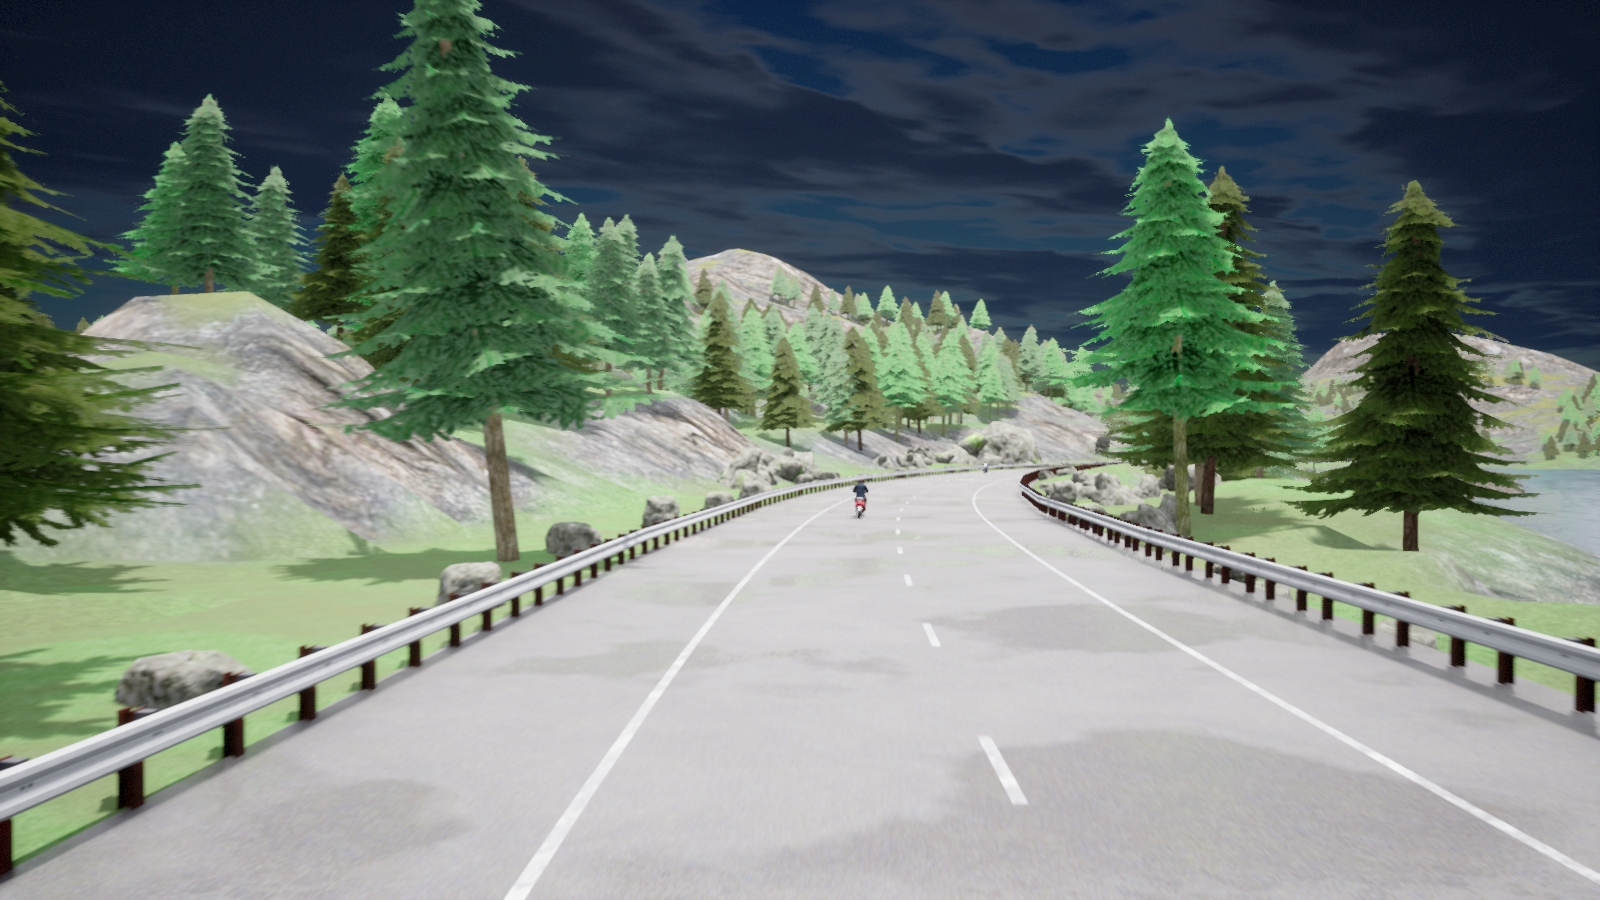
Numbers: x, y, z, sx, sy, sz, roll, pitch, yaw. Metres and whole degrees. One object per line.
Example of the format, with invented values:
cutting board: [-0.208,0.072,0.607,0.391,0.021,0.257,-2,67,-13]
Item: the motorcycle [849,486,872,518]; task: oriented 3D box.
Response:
motorcycle: [2.536,2.181,47.935,0.856,1.236,1.805,1,0,7]
